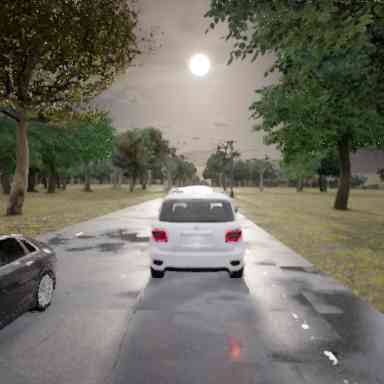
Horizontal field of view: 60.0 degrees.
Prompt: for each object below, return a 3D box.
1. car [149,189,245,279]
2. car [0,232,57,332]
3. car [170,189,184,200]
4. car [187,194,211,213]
[{"bbox_3d":[0.159,0.997,9.460,2.150,2.045,5.566,0,2,1],"label":"car"},{"bbox_3d":[-3.518,1.397,4.528,1.837,1.490,4.892,0,1,1],"label":"car"},{"bbox_3d":[-2.258,0.333,51.971,1.812,1.442,4.674,0,2,2],"label":"car"},{"bbox_3d":[0.595,0.935,28.510,1.895,1.301,4.718,0,1,2],"label":"car"}]
